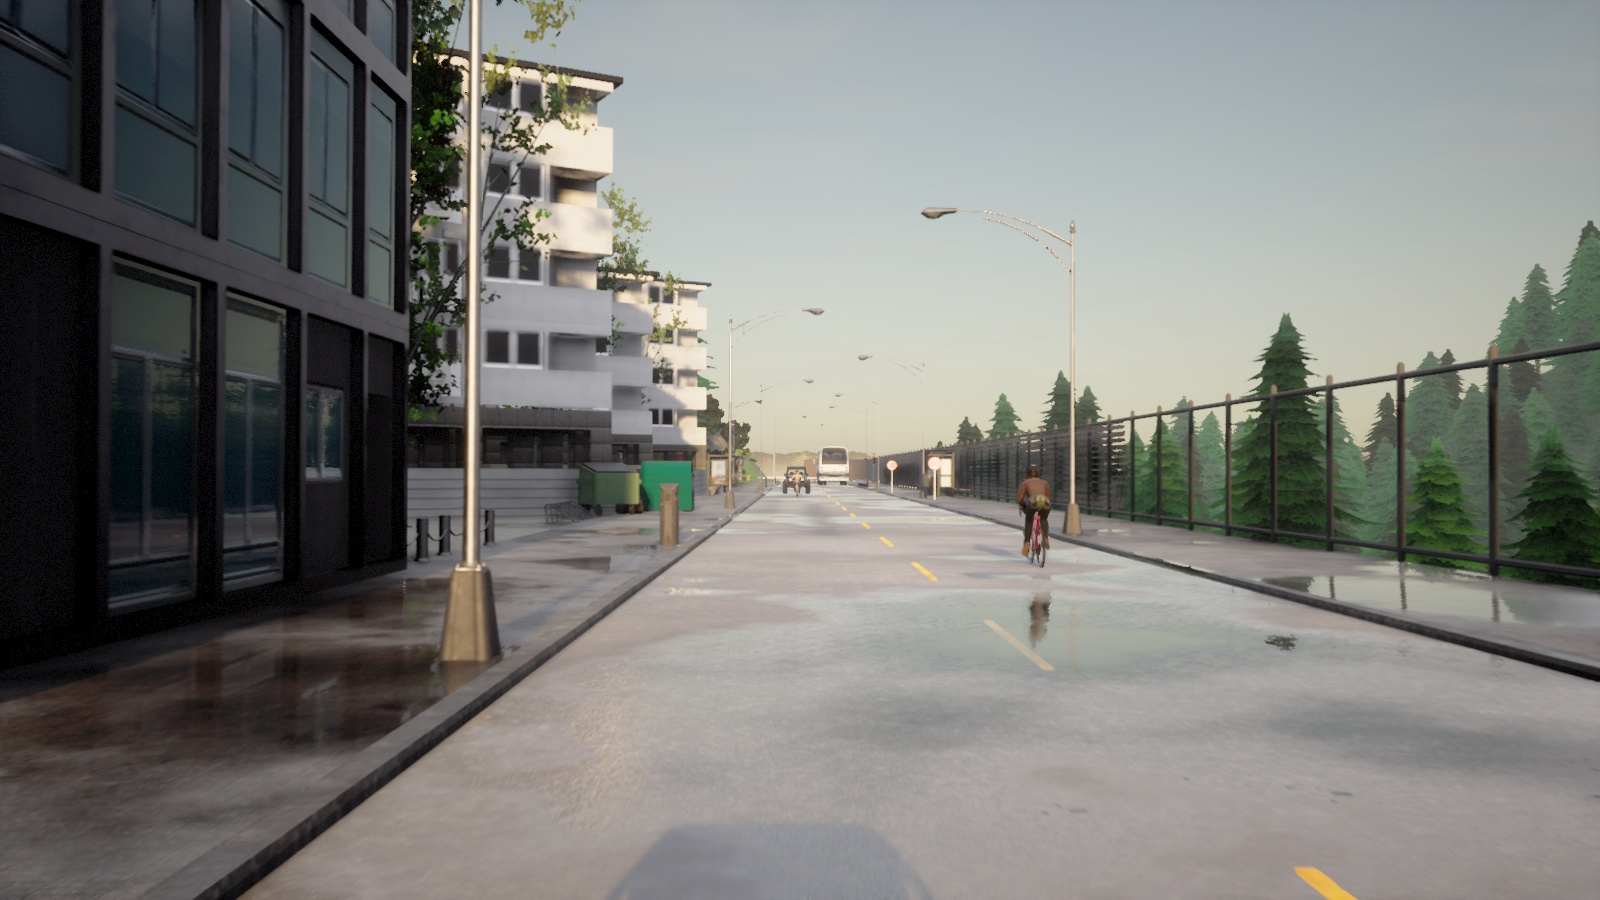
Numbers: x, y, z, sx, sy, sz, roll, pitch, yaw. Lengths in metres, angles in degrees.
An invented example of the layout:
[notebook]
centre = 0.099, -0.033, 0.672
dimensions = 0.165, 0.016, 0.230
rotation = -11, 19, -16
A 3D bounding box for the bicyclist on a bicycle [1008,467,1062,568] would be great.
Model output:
[bicyclist on a bicycle]
centre = 3.931, 1.105, 21.077
dimensions = 0.582, 1.620, 1.656
rotation = 0, -1, 0

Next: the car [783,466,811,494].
[car]
centre = -0.227, 2.066, 86.889
dimensions = 1.905, 1.878, 3.866
rotation = 0, -1, 0
